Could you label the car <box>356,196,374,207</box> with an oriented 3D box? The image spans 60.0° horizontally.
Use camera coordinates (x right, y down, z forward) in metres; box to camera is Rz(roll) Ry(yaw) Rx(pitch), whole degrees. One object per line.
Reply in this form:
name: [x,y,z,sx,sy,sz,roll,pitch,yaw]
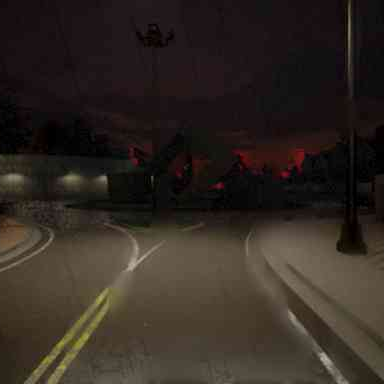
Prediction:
car: [22.310,1.232,43.783,1.994,1.385,4.181,0,0,13]
